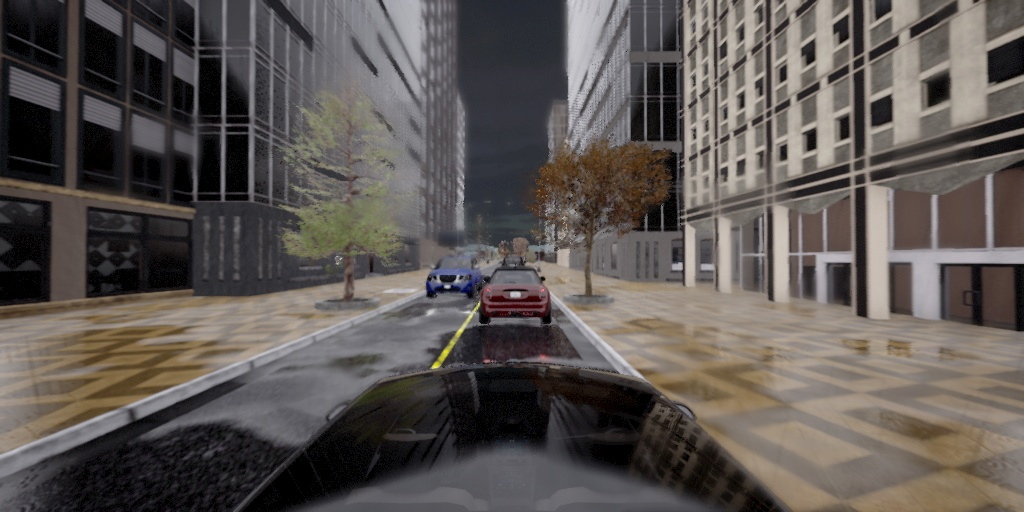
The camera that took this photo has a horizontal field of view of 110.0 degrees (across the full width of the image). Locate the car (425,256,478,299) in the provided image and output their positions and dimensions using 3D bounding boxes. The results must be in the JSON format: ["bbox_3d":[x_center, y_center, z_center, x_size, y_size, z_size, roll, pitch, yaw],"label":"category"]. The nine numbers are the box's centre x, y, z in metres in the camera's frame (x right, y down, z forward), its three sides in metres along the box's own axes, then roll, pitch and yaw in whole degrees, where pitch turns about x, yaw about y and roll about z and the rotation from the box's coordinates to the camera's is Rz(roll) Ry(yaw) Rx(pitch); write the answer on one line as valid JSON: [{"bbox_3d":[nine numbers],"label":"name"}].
[{"bbox_3d":[-2.791,0.994,18.388,2.150,2.045,5.566,0,0,1],"label":"car"}]

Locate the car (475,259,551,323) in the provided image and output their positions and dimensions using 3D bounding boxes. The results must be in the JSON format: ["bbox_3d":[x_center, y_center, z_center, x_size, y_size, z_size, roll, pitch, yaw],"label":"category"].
[{"bbox_3d":[0.101,1.115,12.263,2.097,1.767,4.553,0,0,0],"label":"car"}]

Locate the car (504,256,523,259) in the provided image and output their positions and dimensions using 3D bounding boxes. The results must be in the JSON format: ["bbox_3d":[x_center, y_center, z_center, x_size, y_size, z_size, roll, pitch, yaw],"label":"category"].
[{"bbox_3d":[0.104,1.012,31.767,2.150,2.045,5.566,0,0,0],"label":"car"}]
